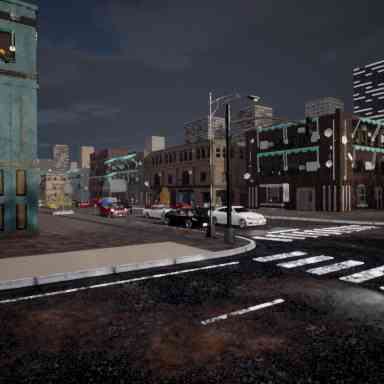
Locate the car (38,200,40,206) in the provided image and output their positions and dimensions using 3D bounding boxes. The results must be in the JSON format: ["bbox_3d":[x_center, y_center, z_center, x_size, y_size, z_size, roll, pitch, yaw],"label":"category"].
[{"bbox_3d":[-30.889,2.375,66.721,2.008,1.369,4.403,-1,0,-36],"label":"car"}]

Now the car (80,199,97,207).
[{"bbox_3d":[-20.854,2.227,67.091,1.887,1.381,4.507,-1,0,-36],"label":"car"}]

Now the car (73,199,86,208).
[{"bbox_3d":[-20.578,2.229,62.263,1.994,1.385,4.181,-1,0,-36],"label":"car"}]

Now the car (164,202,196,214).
[{"bbox_3d":[-1.545,1.903,40.070,1.802,1.307,4.206,-2,0,-36],"label":"car"}]

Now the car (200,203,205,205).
[{"bbox_3d":[1.673,1.809,35.566,2.008,1.369,4.403,-2,0,-36],"label":"car"}]

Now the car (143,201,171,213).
[{"bbox_3d":[-4.762,1.966,44.573,1.802,1.307,4.206,-2,0,-36],"label":"car"}]

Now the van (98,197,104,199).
[{"bbox_3d":[-14.422,1.906,58.083,1.690,1.788,3.998,-1,0,-36],"label":"van"}]

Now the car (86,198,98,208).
[{"bbox_3d":[-17.641,1.939,62.587,2.192,1.841,5.009,-1,0,-36],"label":"car"}]

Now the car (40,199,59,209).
[{"bbox_3d":[-24.354,2.232,57.575,1.752,1.417,4.829,-1,0,-36],"label":"car"}]

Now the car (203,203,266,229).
[{"bbox_3d":[3.098,1.722,23.680,1.812,1.442,4.674,-1,0,-37],"label":"car"}]

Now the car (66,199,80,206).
[{"bbox_3d":[-27.289,2.363,76.098,1.947,1.339,4.313,-1,0,-36],"label":"car"}]

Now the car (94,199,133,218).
[{"bbox_3d":[-8.365,1.846,35.196,1.967,1.590,4.097,-1,0,-36],"label":"car"}]

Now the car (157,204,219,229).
[{"bbox_3d":[-0.393,1.814,23.835,1.947,1.339,4.313,-2,0,-36],"label":"car"}]

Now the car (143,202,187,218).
[{"bbox_3d":[-2.860,1.914,31.967,1.895,1.301,4.718,-1,0,-36],"label":"car"}]
